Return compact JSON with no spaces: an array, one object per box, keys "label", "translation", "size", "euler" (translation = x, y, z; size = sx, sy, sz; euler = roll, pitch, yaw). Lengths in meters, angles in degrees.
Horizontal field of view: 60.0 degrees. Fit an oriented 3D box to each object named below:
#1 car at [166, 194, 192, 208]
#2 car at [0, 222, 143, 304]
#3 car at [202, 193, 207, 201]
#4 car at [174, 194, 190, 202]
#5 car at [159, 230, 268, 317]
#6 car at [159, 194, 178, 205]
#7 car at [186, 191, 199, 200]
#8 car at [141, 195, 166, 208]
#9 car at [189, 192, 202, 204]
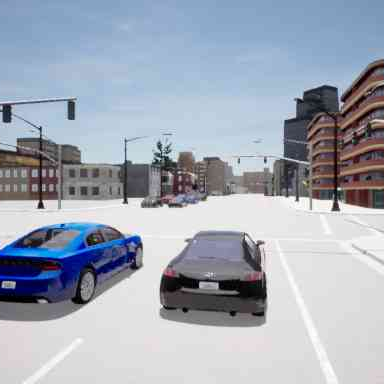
[{"label":"car","translation":[-1.921,1.416,46.879],"size":[2.033,1.411,5.357],"euler":[0,1,11]},{"label":"car","translation":[-2.747,1.479,8.276],"size":[1.882,1.535,5.008],"euler":[0,0,11]},{"label":"car","translation":[1.872,1.062,66.107],"size":[1.837,1.490,4.892],"euler":[0,1,12]},{"label":"car","translation":[-1.889,1.134,65.119],"size":[2.033,1.411,5.357],"euler":[0,1,11]},{"label":"car","translation":[0.690,1.565,7.630],"size":[1.994,1.385,4.181],"euler":[0,0,12]},{"label":"car","translation":[-3.795,1.234,55.468],"size":[1.882,1.535,5.008],"euler":[0,1,11]},{"label":"car","translation":[0.054,0.762,74.924],"size":[2.097,1.767,4.553],"euler":[0,1,11]},{"label":"car","translation":[-5.557,1.236,46.502],"size":[2.097,1.767,4.553],"euler":[0,1,11]},{"label":"car","translation":[-0.087,1.257,56.285],"size":[1.812,1.442,4.674],"euler":[0,1,11]}]
